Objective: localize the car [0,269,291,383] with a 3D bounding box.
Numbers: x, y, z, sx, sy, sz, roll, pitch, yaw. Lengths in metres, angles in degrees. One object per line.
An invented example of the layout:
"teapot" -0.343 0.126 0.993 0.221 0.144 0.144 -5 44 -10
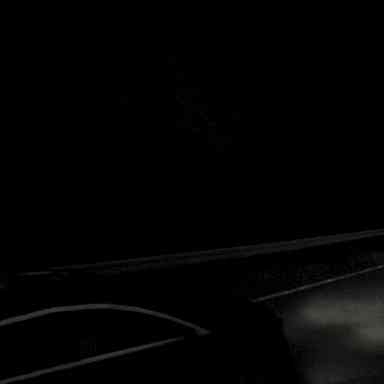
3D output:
"car" -1.146 1.499 2.970 4.902 1.511 2.128 1 0 -36
